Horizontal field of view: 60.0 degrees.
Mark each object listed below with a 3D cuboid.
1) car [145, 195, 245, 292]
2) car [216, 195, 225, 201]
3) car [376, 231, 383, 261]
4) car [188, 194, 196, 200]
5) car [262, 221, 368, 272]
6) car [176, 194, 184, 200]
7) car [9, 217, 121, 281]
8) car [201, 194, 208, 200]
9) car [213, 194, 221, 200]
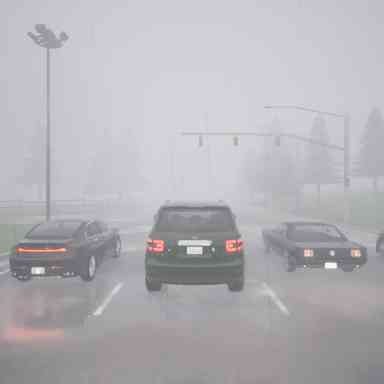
[{"bbox_3d":[0.074,1.221,9.095,2.150,2.045,5.566,0,0,0],"label":"car"},{"bbox_3d":[7.043,1.544,83.412,1.994,1.385,4.181,0,0,0],"label":"car"},{"bbox_3d":[7.076,1.492,9.213,2.128,1.511,4.902,0,0,0],"label":"car"},{"bbox_3d":[0.048,1.357,93.453,2.128,1.511,4.902,0,0,0],"label":"car"},{"bbox_3d":[3.585,1.601,10.760,1.895,1.301,4.718,0,0,0],"label":"car"},{"bbox_3d":[-3.452,1.372,93.454,2.033,1.411,5.357,0,0,0],"label":"car"},{"bbox_3d":[-3.422,1.505,9.844,1.837,1.490,4.892,0,0,0],"label":"car"},{"bbox_3d":[3.548,1.310,93.451,1.882,1.535,5.008,0,0,0],"label":"car"},{"bbox_3d":[7.048,1.385,93.449,1.994,1.385,4.181,0,0,0],"label":"car"}]
